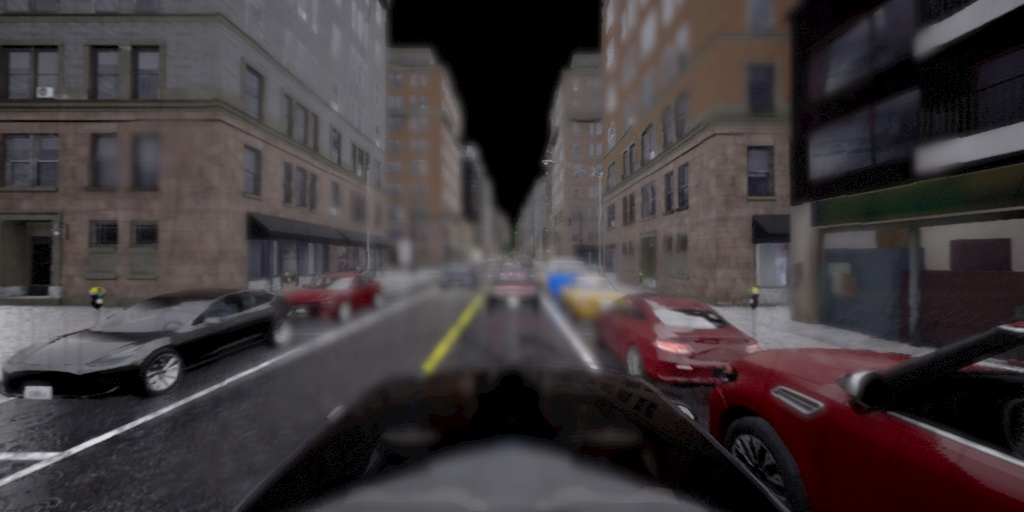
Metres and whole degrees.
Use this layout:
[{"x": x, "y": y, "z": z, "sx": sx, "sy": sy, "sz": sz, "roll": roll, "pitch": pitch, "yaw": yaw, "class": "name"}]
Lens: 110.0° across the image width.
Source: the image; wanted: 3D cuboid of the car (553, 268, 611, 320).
[{"x": 2.665, "y": 1.290, "z": 12.458, "sx": 1.751, "sy": 1.417, "sz": 4.829, "roll": 0, "pitch": 0, "yaw": 0, "class": "car"}]

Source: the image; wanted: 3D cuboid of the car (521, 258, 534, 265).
[{"x": 2.963, "y": 1.392, "z": 61.299, "sx": 1.948, "sy": 1.339, "sz": 4.313, "roll": 0, "pitch": 0, "yaw": 1, "class": "car"}]

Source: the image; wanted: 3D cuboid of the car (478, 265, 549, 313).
[{"x": 0.067, "y": 1.258, "z": 13.968, "sx": 2.128, "sy": 1.511, "sz": 4.902, "roll": 0, "pitch": 0, "yaw": 0, "class": "car"}]

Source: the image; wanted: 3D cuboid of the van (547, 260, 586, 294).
[{"x": 2.663, "y": 1.113, "z": 17.962, "sx": 1.690, "sy": 1.789, "sz": 3.998, "roll": 0, "pitch": 0, "yaw": 0, "class": "van"}]

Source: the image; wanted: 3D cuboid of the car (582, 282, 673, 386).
[{"x": 2.667, "y": 1.339, "z": 6.615, "sx": 1.802, "sy": 1.307, "sz": 4.207, "roll": 0, "pitch": 0, "yaw": 0, "class": "car"}]

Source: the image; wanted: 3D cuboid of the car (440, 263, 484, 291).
[{"x": -3.081, "y": 1.341, "z": 21.942, "sx": 1.994, "sy": 1.385, "sz": 4.181, "roll": 0, "pitch": 0, "yaw": 0, "class": "car"}]

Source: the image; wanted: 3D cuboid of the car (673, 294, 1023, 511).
[{"x": 2.669, "y": 1.063, "z": 0.942, "sx": 2.192, "sy": 1.841, "sz": 5.009, "roll": 0, "pitch": 0, "yaw": 0, "class": "car"}]

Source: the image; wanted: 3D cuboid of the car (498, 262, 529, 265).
[{"x": 0.052, "y": 1.386, "z": 27.384, "sx": 1.895, "sy": 1.301, "sz": 4.718, "roll": 0, "pitch": 0, "yaw": 0, "class": "car"}]

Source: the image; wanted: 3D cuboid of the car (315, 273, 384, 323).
[{"x": -5.861, "y": 1.310, "z": 12.288, "sx": 1.888, "sy": 1.381, "sz": 4.507, "roll": 0, "pitch": 0, "yaw": 0, "class": "car"}]

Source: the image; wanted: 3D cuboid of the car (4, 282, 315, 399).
[{"x": -5.859, "y": 1.323, "z": 6.616, "sx": 1.948, "sy": 1.339, "sz": 4.313, "roll": 0, "pitch": 0, "yaw": 0, "class": "car"}]

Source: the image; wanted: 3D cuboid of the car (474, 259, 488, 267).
[{"x": -5.562, "y": 1.409, "z": 61.401, "sx": 1.802, "sy": 1.307, "sz": 4.207, "roll": 0, "pitch": 0, "yaw": 1, "class": "car"}]
